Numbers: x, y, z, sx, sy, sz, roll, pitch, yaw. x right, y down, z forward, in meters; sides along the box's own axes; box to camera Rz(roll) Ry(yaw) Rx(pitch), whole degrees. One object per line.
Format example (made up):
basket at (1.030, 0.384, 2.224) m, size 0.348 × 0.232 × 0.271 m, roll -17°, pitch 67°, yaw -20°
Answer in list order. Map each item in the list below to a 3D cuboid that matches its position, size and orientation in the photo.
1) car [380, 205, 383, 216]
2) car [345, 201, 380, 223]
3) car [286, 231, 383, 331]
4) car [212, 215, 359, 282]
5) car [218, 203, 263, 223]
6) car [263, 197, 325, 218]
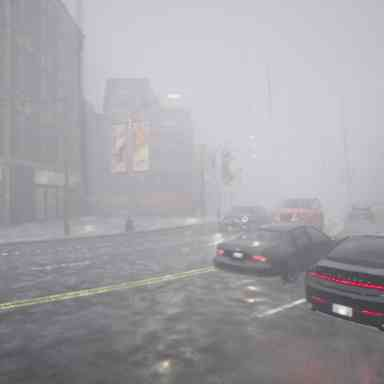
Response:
car at (20.016, 1.833, 37.520) m, size 1.801 × 1.575 × 5.366 m, roll 0°, pitch -1°, yaw 9°
car at (14.404, 1.784, 28.753) m, size 2.128 × 1.511 × 4.902 m, roll 0°, pitch -1°, yaw 20°
car at (4.138, 1.574, 6.706) m, size 4.892 × 1.490 × 1.837 m, roll 0°, pitch 0°, yaw -41°
car at (2.954, 1.660, 10.175) m, size 5.357 × 1.411 × 2.033 m, roll 0°, pitch -1°, yaw -44°
car at (3.511, 1.653, 21.910) m, size 2.097 × 1.767 × 4.553 m, roll -1°, pitch -1°, yaw 33°
car at (6.429, 1.350, 19.980) m, size 2.150 × 2.045 × 5.566 m, roll -1°, pitch -1°, yaw 33°
